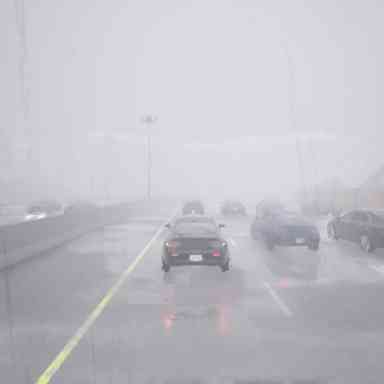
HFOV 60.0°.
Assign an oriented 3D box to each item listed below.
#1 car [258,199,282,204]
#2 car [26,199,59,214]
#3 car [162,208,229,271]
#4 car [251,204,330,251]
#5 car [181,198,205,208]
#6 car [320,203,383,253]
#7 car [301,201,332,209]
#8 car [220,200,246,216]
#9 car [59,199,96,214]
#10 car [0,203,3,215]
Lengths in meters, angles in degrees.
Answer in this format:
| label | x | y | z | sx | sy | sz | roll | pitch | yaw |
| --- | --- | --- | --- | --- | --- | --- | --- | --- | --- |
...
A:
| label | x | y | z | sx | sy | sz | roll | pitch | yaw |
| --- | --- | --- | --- | --- | --- | --- | --- | --- | --- |
| car | 7.108 | 1.321 | 30.362 | 1.812 | 1.442 | 4.674 | 0 | 0 | 0 |
| car | -14.065 | 1.351 | 31.874 | 1.994 | 1.385 | 4.181 | 0 | 0 | 0 |
| car | 0.089 | 1.454 | 10.554 | 1.812 | 1.442 | 4.674 | 0 | 0 | 0 |
| car | 3.618 | 1.435 | 13.417 | 1.812 | 1.442 | 4.674 | 0 | 0 | 0 |
| car | 0.109 | 1.308 | 29.350 | 1.837 | 1.490 | 4.892 | 0 | 0 | 0 |
| car | 7.102 | 1.414 | 13.275 | 1.837 | 1.490 | 4.892 | 0 | 0 | 0 |
| car | 10.607 | 1.413 | 27.758 | 1.895 | 1.301 | 4.718 | 0 | 0 | 0 |
| car | 3.608 | 1.363 | 29.861 | 1.994 | 1.385 | 4.181 | 0 | 0 | 0 |
| car | -10.567 | 1.353 | 31.476 | 1.994 | 1.385 | 4.181 | 0 | 0 | 0 |
| car | -17.584 | 1.171 | 27.117 | 2.097 | 1.767 | 4.553 | 0 | 0 | 0 |
